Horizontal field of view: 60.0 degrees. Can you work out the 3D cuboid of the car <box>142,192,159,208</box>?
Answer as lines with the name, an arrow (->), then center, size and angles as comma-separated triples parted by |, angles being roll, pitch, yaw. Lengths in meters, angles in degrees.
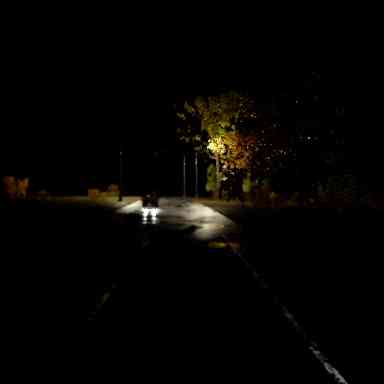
car -> -4.996, 1.106, 40.300 | 2.128, 1.511, 4.902 | 0, 1, -4
